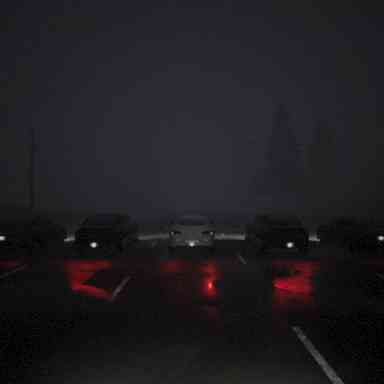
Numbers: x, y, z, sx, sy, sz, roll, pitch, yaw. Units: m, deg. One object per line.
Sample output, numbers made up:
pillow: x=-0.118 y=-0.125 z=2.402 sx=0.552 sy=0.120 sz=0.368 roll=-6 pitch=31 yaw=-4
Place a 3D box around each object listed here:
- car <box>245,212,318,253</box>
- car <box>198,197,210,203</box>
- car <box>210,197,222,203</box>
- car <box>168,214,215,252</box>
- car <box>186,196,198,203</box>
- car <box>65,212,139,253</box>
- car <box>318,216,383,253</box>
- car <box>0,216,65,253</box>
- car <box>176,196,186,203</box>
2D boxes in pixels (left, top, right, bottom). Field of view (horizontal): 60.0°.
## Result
car: x=3.500 y=1.642 z=14.297 sx=1.837 sy=1.490 sz=4.892 roll=0 pitch=0 yaw=0
car: x=3.478 y=2.123 z=94.651 sx=2.097 sy=1.767 sz=4.553 roll=0 pitch=-1 yaw=0
car: x=6.978 y=2.272 z=94.292 sx=1.812 sy=1.442 sz=4.674 roll=0 pitch=-1 yaw=0
car: x=0.001 y=1.661 z=14.369 sx=1.812 sy=1.442 sz=4.674 roll=0 pitch=0 yaw=0
car: x=-0.022 y=2.395 z=95.309 sx=1.895 sy=1.301 sz=4.718 roll=0 pitch=-1 yaw=0
car: x=-3.500 y=1.642 z=14.298 sx=1.837 sy=1.490 sz=4.892 roll=0 pitch=0 yaw=0
car: x=7.000 y=1.699 z=14.304 sx=1.994 sy=1.385 sz=4.181 roll=0 pitch=0 yaw=0
car: x=-7.001 y=1.698 z=14.284 sx=1.994 sy=1.385 sz=4.181 roll=0 pitch=0 yaw=0
car: x=-3.522 y=2.335 z=94.953 sx=1.994 sy=1.385 sz=4.181 roll=0 pitch=-1 yaw=0
